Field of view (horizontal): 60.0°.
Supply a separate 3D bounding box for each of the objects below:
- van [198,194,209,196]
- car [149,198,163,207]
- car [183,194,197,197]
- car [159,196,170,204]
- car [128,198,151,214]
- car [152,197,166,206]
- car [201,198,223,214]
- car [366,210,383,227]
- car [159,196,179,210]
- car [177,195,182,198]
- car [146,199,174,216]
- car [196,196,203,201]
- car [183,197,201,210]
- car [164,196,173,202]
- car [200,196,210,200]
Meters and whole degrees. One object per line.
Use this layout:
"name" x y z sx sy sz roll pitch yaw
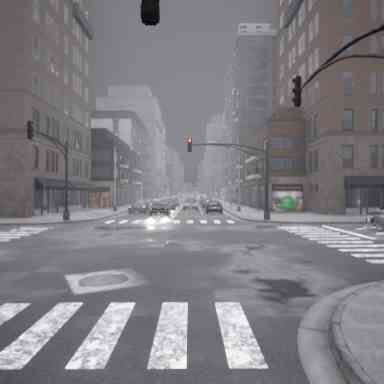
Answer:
"van" 2.377 1.458 58.089 1.690 1.788 3.998 0 0 0
"car" -5.656 1.683 52.589 1.802 1.307 4.206 0 0 0
"car" -0.211 1.677 71.728 2.128 1.511 4.902 0 0 0
"car" -5.632 1.592 69.122 1.967 1.590 4.097 0 0 0
"car" -5.680 1.501 36.057 1.967 1.590 4.097 0 0 0
"car" -5.648 1.668 58.100 2.008 1.369 4.403 0 0 0
"car" 2.345 1.627 36.045 1.947 1.339 4.313 0 0 0
"car" 13.373 1.454 20.561 4.902 1.511 2.128 0 0 0
"car" -3.128 1.642 43.399 1.994 1.385 4.181 0 0 1
"car" -3.106 1.667 53.358 1.994 1.385 4.181 0 0 0
"car" -3.147 1.656 33.421 1.895 1.301 4.718 0 0 0
"car" 2.014 1.750 90.014 1.812 1.442 4.674 0 0 0
"car" -0.178 1.682 44.791 1.895 1.301 4.718 0 0 0
"car" -5.616 1.741 80.143 2.008 1.369 4.403 0 0 0
"car" 2.361 1.669 47.067 1.802 1.307 4.206 0 0 0
